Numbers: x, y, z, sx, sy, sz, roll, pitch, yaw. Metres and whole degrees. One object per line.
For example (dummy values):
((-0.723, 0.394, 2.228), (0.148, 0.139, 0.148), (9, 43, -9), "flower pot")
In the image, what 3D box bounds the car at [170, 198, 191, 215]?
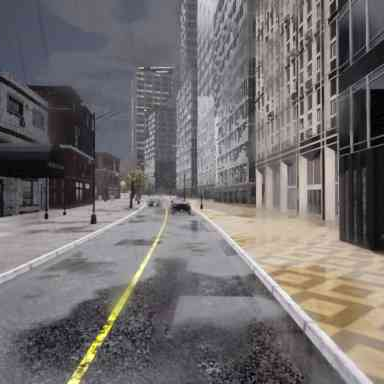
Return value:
((-1.117, 1.483, 33.738), (2.128, 1.511, 4.902), (0, 0, -4), "car")

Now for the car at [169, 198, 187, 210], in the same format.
((-1.937, 1.531, 44.160), (2.033, 1.411, 5.357), (0, 0, -5), "car")

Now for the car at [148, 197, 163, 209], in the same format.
((-4.965, 1.470, 45.074), (2.128, 1.511, 4.902), (0, 0, -5), "car")
